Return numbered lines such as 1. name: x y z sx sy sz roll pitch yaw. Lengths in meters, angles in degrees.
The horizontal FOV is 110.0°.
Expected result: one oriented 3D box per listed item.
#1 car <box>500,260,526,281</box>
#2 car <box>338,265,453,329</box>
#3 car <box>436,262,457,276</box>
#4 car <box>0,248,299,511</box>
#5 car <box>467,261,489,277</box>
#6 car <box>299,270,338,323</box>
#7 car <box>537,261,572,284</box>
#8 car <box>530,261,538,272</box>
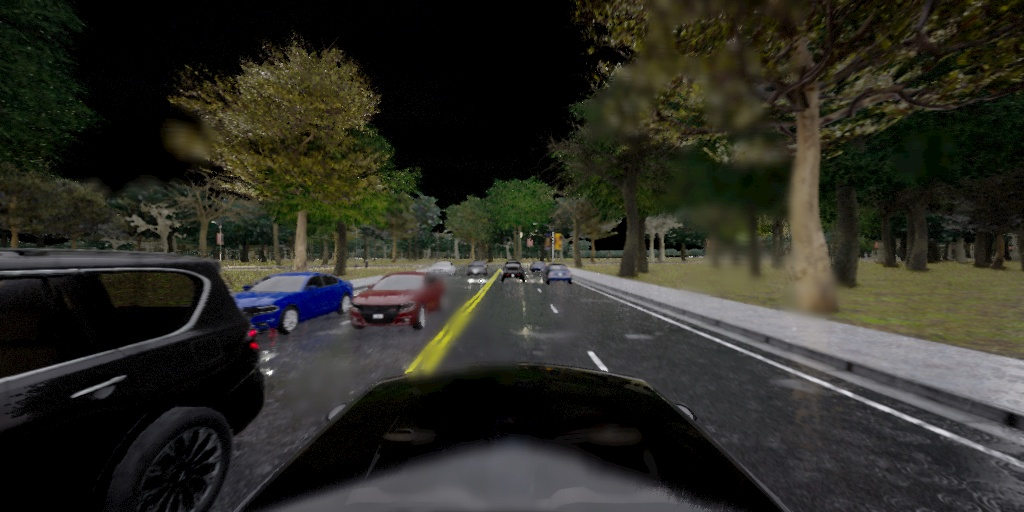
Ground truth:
1. car: 0.078 1.251 29.777 1.837 1.490 4.892 0 0 0
2. car: -3.347 1.233 11.483 1.882 1.535 5.008 0 0 0
3. car: -6.560 1.266 34.833 1.812 1.442 4.674 0 0 1
4. car: -3.348 0.973 1.000 2.150 2.045 5.566 0 0 0
5. car: -3.305 1.232 35.297 2.128 1.511 4.902 0 0 0
6. car: -6.598 1.234 10.839 1.882 1.535 5.008 0 0 0
7. car: 3.290 1.294 26.823 2.033 1.411 5.357 0 0 0
8. car: 3.301 1.284 44.966 1.994 1.385 4.181 0 0 0
